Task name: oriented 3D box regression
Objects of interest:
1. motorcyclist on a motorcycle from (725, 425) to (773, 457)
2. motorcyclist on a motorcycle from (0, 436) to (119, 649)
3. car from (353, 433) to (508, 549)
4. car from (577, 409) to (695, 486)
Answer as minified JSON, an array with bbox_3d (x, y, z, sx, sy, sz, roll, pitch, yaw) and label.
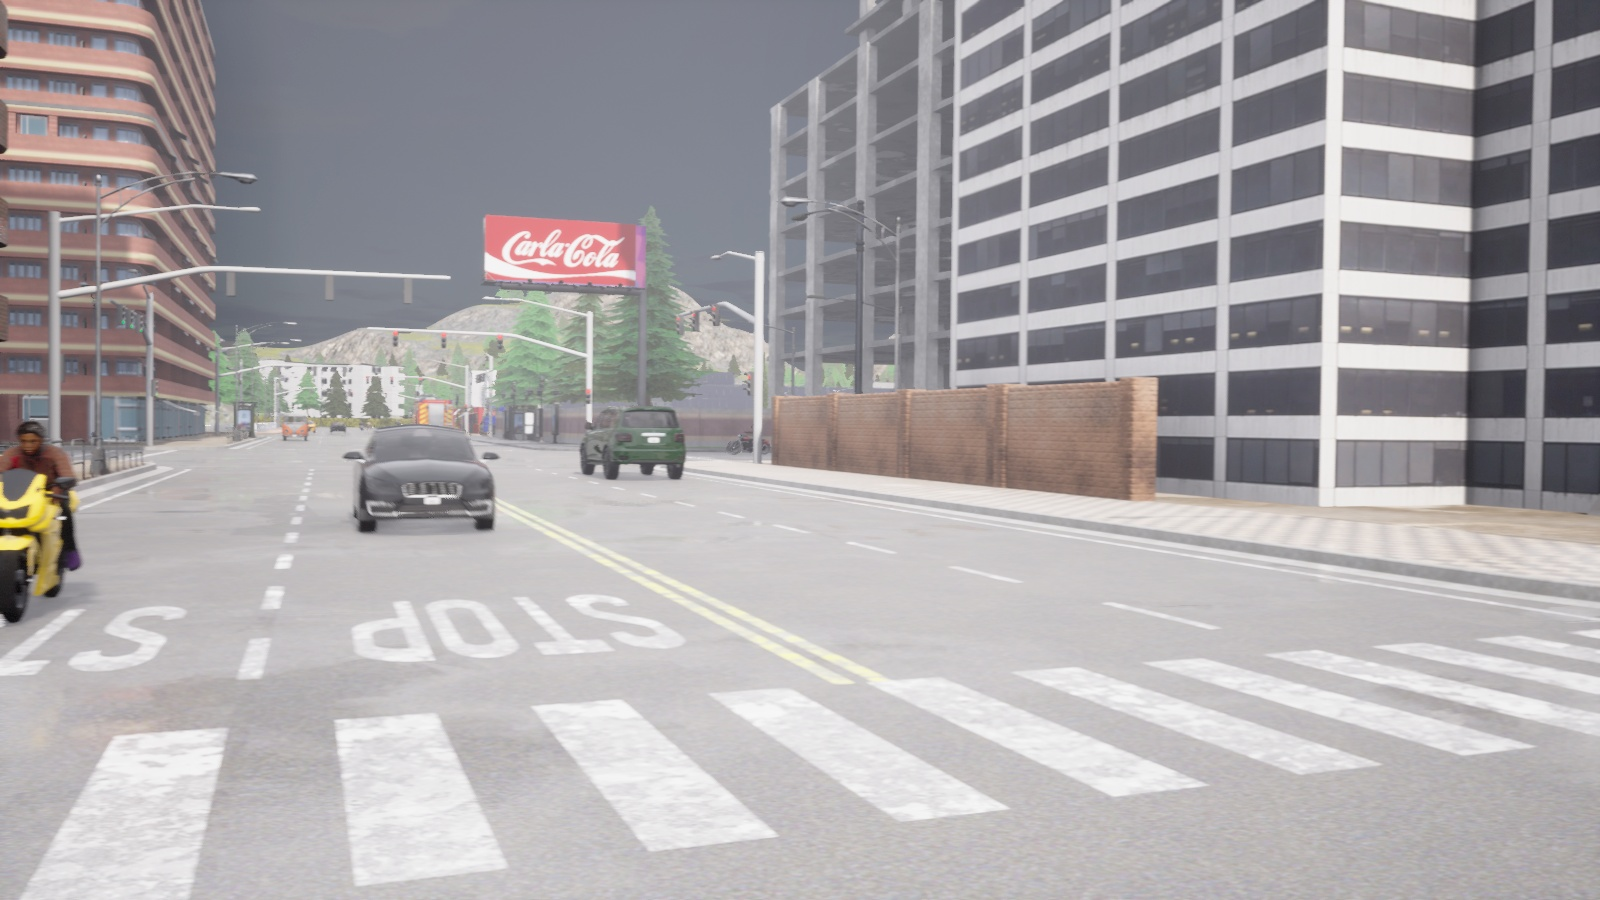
[{"bbox_3d":[-2.692,-0.485,66.265,2.350,1.649,0.766,-1,1,-20],"label":"motorcyclist on a motorcycle"},{"bbox_3d":[-6.073,0.660,10.059,0.797,1.523,2.044,-1,1,-21],"label":"motorcyclist on a motorcycle"},{"bbox_3d":[-5.734,0.506,19.081,1.837,1.490,4.892,-1,1,-21],"label":"car"},{"bbox_3d":[-4.881,-0.125,36.628,2.150,2.045,5.566,-1,1,-21],"label":"car"}]
